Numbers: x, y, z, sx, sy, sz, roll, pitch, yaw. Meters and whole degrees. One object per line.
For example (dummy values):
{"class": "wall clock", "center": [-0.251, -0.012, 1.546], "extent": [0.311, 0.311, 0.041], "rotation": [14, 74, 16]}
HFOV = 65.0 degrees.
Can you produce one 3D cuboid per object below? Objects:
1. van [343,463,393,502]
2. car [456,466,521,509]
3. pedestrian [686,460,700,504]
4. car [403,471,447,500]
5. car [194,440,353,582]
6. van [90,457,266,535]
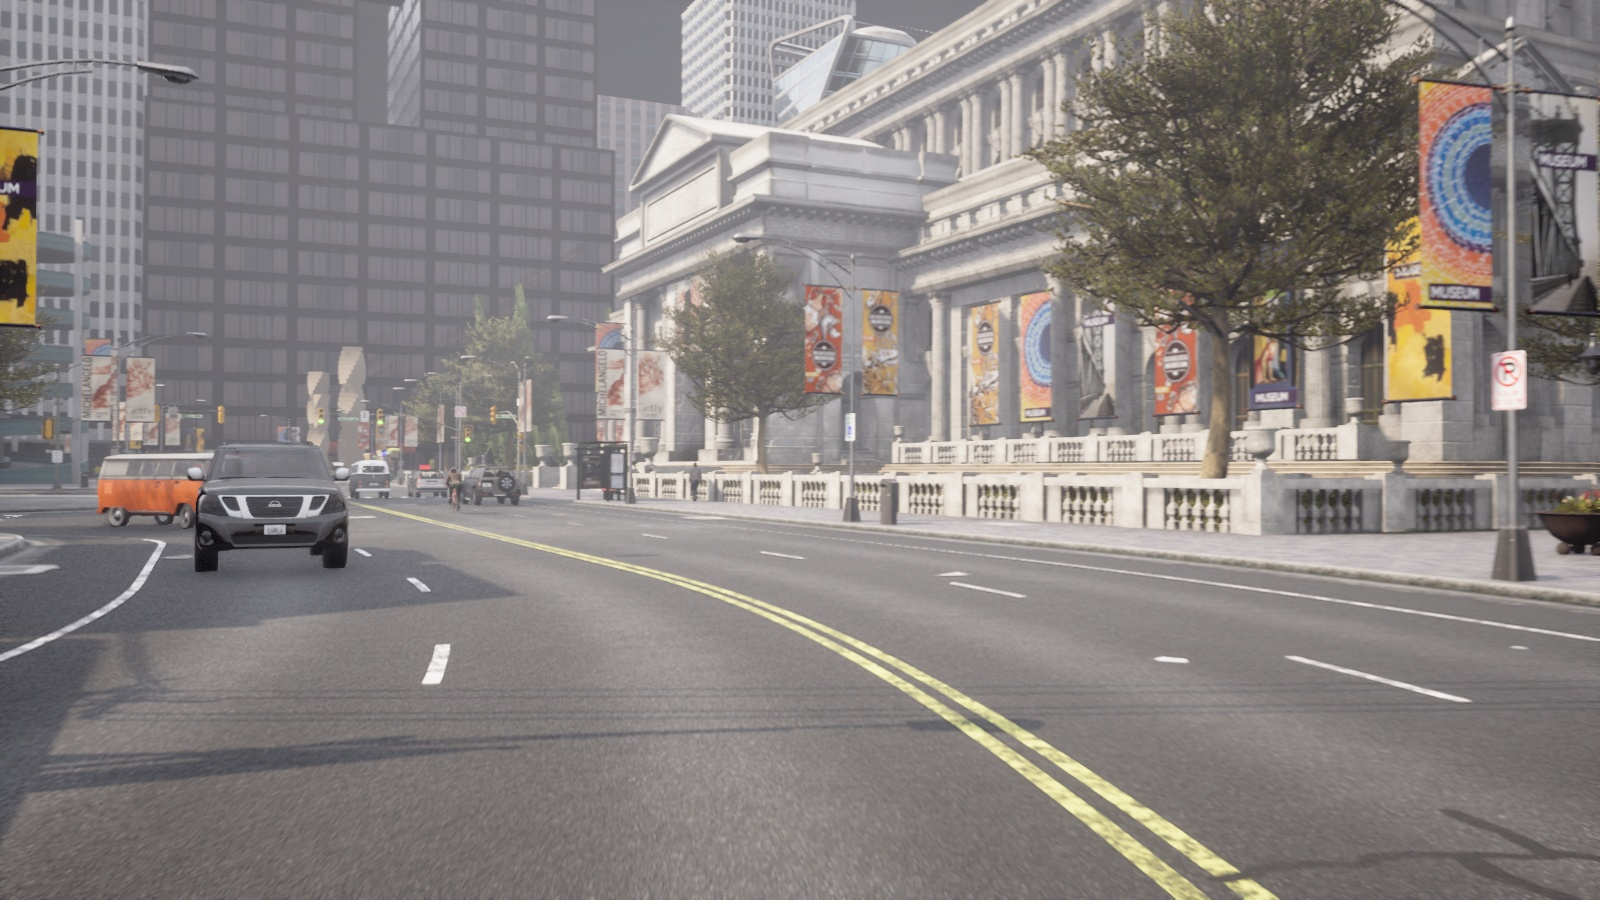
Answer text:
{"class": "van", "center": [-23.447, 1.785, 68.106], "extent": [2.069, 2.038, 4.480], "rotation": [0, -2, -25]}
{"class": "car", "center": [-14.020, 1.643, 56.368], "extent": [1.932, 1.855, 4.605], "rotation": [0, -1, -25]}
{"class": "pedestrian", "center": [-4.838, 1.447, 56.853], "extent": [0.423, 1.949, 0.788], "rotation": [0, -1, -21]}
{"class": "car", "center": [-21.656, 2.032, 72.502], "extent": [1.851, 1.617, 3.988], "rotation": [0, -1, -25]}
{"class": "car", "center": [-8.900, 0.929, 21.028], "extent": [2.150, 2.045, 5.566], "rotation": [0, -1, -25]}
{"class": "van", "center": [-16.729, 1.214, 33.779], "extent": [4.442, 1.987, 1.775], "rotation": [-1, -1, 24]}
